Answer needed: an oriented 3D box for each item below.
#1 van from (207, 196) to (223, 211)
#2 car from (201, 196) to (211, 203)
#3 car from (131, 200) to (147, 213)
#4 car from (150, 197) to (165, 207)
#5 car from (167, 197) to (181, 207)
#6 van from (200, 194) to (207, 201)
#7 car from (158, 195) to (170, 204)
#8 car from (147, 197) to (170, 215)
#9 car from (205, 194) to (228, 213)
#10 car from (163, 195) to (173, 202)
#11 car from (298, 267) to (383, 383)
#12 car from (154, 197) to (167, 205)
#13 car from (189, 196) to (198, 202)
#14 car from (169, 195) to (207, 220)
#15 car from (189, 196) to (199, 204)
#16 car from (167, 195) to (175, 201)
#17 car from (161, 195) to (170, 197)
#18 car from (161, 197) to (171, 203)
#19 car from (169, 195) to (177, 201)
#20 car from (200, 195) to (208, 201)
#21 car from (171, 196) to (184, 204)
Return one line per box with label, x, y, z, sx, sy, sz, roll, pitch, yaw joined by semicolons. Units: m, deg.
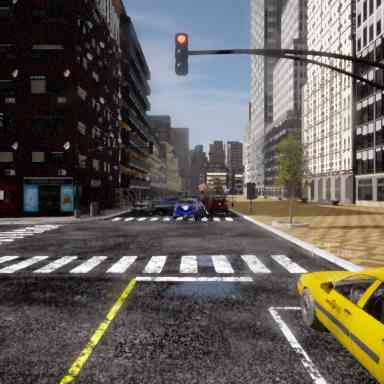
van;2.863;1.358;41.921;1.690;1.788;3.998;0;0;0
car;2.981;1.602;69.555;1.887;1.381;4.507;0;0;0
car;-5.539;1.563;36.431;2.008;1.369;4.403;0;0;0
car;-5.469;1.581;53.010;2.008;1.369;4.403;0;0;0
car;-2.841;1.536;53.754;1.837;1.490;4.892;0;0;1
van;3.074;1.441;91.660;1.690;1.788;3.998;0;0;0
car;-5.423;1.488;64.064;1.967;1.590;4.097;0;0;0
car;-2.953;1.558;34.122;2.033;1.411;5.357;0;0;0
car;2.839;1.327;36.395;2.192;1.841;5.009;0;0;0
car;-5.376;1.507;75.117;1.967;1.590;4.097;0;0;0
car;2.703;1.525;4.153;1.752;1.417;4.829;0;0;0
car;-5.446;1.584;58.536;1.887;1.381;4.507;0;0;0
car;0.323;1.621;75.777;1.994;1.385;4.181;0;0;0
car;-0.219;1.358;28.681;2.097;1.767;4.553;0;0;9
car;0.379;1.554;65.558;1.837;1.490;4.892;0;0;0
car;-5.329;1.613;86.000;1.752;1.417;4.829;0;0;0
car;-2.901;1.497;43.941;1.882;1.535;5.008;0;0;0
car;-5.399;1.639;69.591;1.802;1.307;4.206;0;0;0
car;-5.305;1.644;91.696;1.887;1.381;4.507;0;0;0
car;3.053;1.613;86.304;1.752;1.417;4.829;0;0;0
car;-2.729;1.540;63.999;2.128;1.511;4.902;0;0;0
